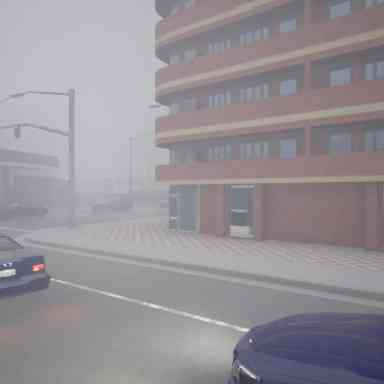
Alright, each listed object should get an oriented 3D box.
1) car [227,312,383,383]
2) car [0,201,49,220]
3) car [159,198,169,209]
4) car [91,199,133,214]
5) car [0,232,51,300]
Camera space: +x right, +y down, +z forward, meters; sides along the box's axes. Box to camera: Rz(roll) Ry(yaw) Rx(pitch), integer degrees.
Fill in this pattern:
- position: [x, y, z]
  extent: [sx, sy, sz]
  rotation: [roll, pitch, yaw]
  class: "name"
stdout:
- position: [2.476, 1.526, 2.225]
  extent: [4.674, 1.442, 1.812]
  rotation: [0, 0, 35]
  class: "car"
- position: [-14.478, 1.526, 28.007]
  extent: [1.812, 1.442, 4.674]
  rotation: [0, 0, 34]
  class: "car"
- position: [-2.484, 1.352, 45.639]
  extent: [2.097, 1.767, 4.553]
  rotation: [0, 0, 35]
  class: "car"
- position: [-8.733, 1.478, 36.474]
  extent: [1.882, 1.535, 5.008]
  rotation: [0, 0, 34]
  class: "car"
- position: [-5.380, 1.547, 7.717]
  extent: [5.357, 1.411, 2.033]
  rotation: [0, 0, 38]
  class: "car"
